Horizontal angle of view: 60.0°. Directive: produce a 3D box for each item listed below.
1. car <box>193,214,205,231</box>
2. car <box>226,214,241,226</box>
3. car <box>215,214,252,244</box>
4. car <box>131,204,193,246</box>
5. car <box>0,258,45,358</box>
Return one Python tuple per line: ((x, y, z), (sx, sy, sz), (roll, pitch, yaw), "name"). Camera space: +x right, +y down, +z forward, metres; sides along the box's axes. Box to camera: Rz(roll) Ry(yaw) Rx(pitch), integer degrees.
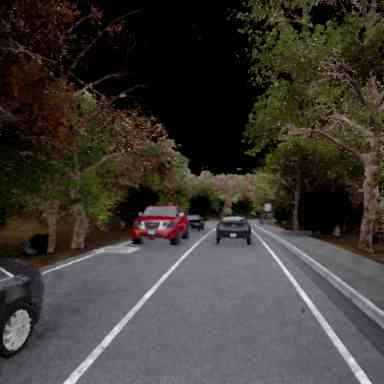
((0.095, 2.734, 30.051), (2.033, 1.411, 5.357), (1, -4, 8), "car")
((5.508, 3.638, 43.836), (1.882, 1.535, 5.008), (1, -3, 8), "car")
((2.385, 2.056, 19.125), (1.837, 1.490, 4.892), (1, -3, 7), "car")
((-1.508, 1.652, 17.850), (2.150, 2.045, 5.566), (1, -3, 7), "car")
((-3.513, 1.486, 3.369), (1.837, 1.490, 4.892), (1, -1, 10), "car")
